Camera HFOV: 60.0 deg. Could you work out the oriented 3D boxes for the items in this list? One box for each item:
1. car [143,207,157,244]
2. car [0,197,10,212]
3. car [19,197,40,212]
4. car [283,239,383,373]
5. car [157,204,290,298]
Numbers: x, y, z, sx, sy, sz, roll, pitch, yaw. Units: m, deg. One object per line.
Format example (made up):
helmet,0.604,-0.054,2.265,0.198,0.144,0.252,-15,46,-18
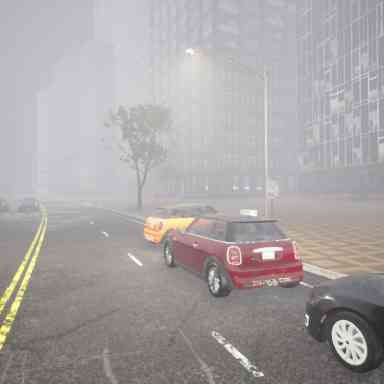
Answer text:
car,0.273,1.280,14.419,4.553,1.767,2.097,-3,1,-27
car,-22.167,1.390,37.960,2.097,1.767,4.553,0,0,-25
car,-19.210,1.393,39.309,2.097,1.767,4.553,0,0,-25
car,3.572,1.505,3.507,1.837,1.490,4.892,0,0,-36
car,0.788,1.355,8.946,2.097,1.767,4.553,0,0,-23
